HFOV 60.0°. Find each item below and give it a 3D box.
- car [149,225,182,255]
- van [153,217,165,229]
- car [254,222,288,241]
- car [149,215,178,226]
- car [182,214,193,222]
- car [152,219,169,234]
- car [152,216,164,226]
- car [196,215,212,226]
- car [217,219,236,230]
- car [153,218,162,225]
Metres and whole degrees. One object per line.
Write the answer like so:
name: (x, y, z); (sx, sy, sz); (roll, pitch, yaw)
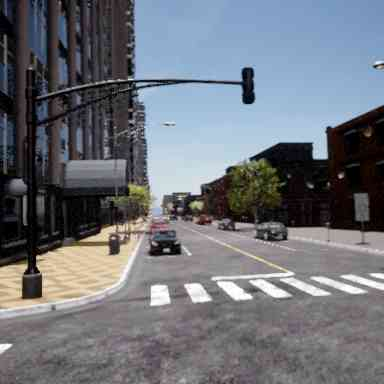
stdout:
car: (-1.651, 2.949, 20.275); (1.947, 1.339, 4.313); (-2, -3, -7)
van: (-5.338, 4.877, 53.223); (1.690, 1.788, 3.998); (-2, -3, -7)
car: (6.293, 3.090, 26.760); (2.008, 1.369, 4.403); (-2, -3, -7)
car: (-2.820, 3.370, 30.545); (2.192, 1.841, 5.009); (-2, -3, -7)
car: (-0.823, 6.809, 87.109); (2.192, 1.841, 5.009); (-2, -3, -7)
car: (-3.993, 4.211, 41.521); (1.967, 1.590, 4.097); (-2, -3, -7)
car: (-6.608, 5.569, 64.198); (2.192, 1.841, 5.009); (-2, -3, -7)
car: (2.348, 5.014, 59.676); (2.192, 1.841, 5.009); (-2, -3, -7)
car: (4.358, 4.124, 42.475); (2.008, 1.369, 4.403); (-2, -3, -7)
car: (-7.213, 6.127, 69.504); (1.752, 1.417, 4.829); (-2, -3, -7)
